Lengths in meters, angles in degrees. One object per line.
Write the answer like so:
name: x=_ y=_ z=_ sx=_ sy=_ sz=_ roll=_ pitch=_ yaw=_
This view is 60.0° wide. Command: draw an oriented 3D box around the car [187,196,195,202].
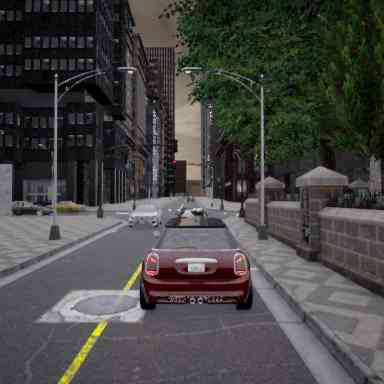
car: x=-0.291 y=1.753 z=81.304 sx=1.812 sy=1.442 sz=4.674 roll=0 pitch=0 yaw=0

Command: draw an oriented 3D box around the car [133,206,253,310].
car: x=0.070 y=1.359 z=8.006 sx=2.097 sy=1.767 sz=4.553 roll=0 pitch=0 yaw=0

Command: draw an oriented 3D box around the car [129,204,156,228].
car: x=-3.081 y=1.566 z=22.734 sx=1.812 sy=1.442 sz=4.674 roll=0 pitch=0 yaw=0

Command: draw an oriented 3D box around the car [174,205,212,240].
car: x=0.033 y=1.547 z=18.133 sx=1.812 sy=1.442 sz=4.674 roll=0 pitch=0 yaw=0

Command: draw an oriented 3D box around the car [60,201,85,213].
car: x=-14.908 y=1.689 z=38.563 sx=4.829 sy=1.417 sz=1.752 roll=0 pitch=-1 yaw=0

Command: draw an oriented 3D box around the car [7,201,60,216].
car: x=-14.745 y=1.527 z=30.039 sx=4.403 sy=1.369 sz=2.008 roll=0 pitch=-1 yaw=0

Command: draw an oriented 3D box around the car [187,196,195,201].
car: x=-0.328 y=1.836 z=91.403 sx=1.994 sy=1.385 sz=4.181 roll=0 pitch=0 yaw=0

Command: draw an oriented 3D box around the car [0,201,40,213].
car: x=-20.250 y=1.721 z=38.573 sx=4.403 sy=1.369 sz=2.008 roll=0 pitch=-1 yaw=0
